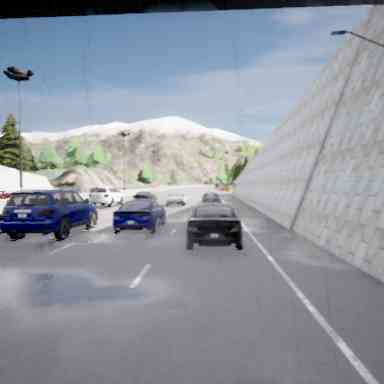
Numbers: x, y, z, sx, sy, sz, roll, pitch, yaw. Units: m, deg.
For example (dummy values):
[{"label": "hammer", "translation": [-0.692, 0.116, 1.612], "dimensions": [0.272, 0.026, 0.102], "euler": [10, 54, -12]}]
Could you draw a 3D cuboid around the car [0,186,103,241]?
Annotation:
[{"label": "car", "translation": [-6.074, 0.892, 14.906], "dimensions": [2.150, 2.045, 5.566], "euler": [0, 1, 3]}]

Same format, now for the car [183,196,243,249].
[{"label": "car", "translation": [0.831, 1.152, 12.827], "dimensions": [1.882, 1.535, 5.008], "euler": [0, 1, 3]}]

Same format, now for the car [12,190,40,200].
[{"label": "car", "translation": [-25.369, 0.453, 51.049], "dimensions": [1.812, 1.442, 4.674], "euler": [0, 1, 3]}]

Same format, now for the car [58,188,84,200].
[{"label": "car", "translation": [-18.377, 0.244, 50.725], "dimensions": [2.097, 1.767, 4.553], "euler": [0, 1, 3]}]

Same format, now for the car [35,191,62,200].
[{"label": "car", "translation": [-21.874, 0.501, 50.848], "dimensions": [1.895, 1.301, 4.718], "euler": [0, 1, 3]}]

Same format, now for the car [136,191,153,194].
[{"label": "car", "translation": [-5.025, 0.631, 35.577], "dimensions": [1.882, 1.535, 5.008], "euler": [0, 1, 3]}]

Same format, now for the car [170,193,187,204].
[{"label": "car", "translation": [-1.554, 0.746, 34.927], "dimensions": [1.895, 1.301, 4.718], "euler": [0, 1, 3]}]

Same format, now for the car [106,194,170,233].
[{"label": "car", "translation": [-2.482, 1.081, 16.602], "dimensions": [1.882, 1.535, 5.008], "euler": [0, 1, 3]}]

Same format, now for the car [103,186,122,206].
[{"label": "car", "translation": [-8.637, 0.451, 33.502], "dimensions": [2.150, 2.045, 5.566], "euler": [0, 1, 3]}]

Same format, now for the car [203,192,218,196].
[{"label": "car", "translation": [1.792, 0.747, 31.797], "dimensions": [2.033, 1.411, 5.357], "euler": [0, 1, 3]}]
